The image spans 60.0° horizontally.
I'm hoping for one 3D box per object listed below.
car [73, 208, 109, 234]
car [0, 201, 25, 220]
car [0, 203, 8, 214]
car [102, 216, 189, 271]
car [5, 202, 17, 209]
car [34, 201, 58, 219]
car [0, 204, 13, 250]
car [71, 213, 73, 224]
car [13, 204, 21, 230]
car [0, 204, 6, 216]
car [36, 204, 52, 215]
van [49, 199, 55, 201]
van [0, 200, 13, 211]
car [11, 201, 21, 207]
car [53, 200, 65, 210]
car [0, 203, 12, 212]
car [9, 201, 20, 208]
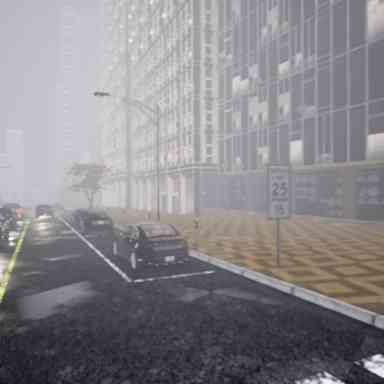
[{"bbox_3d":[-6.284,1.871,21.636,1.947,1.339,4.313,-2,0,-25],"label":"car"},{"bbox_3d":[-18.242,1.937,33.791,2.097,1.767,4.553,0,-1,-24],"label":"car"},{"bbox_3d":[-28.015,2.397,48.569,1.752,1.417,4.829,-2,0,-25],"label":"car"},{"bbox_3d":[-1.551,1.692,11.430,2.008,1.369,4.403,-2,0,-25],"label":"car"},{"bbox_3d":[-37.552,2.776,69.132,1.887,1.381,4.507,-2,0,-25],"label":"car"},{"bbox_3d":[-15.993,2.087,36.278,1.837,1.490,4.892,0,-1,-24],"label":"car"},{"bbox_3d":[-9.723,1.634,15.314,2.097,1.767,4.553,0,-1,-25],"label":"car"},{"bbox_3d":[-8.651,1.954,26.738,1.947,1.339,4.313,-2,0,-25],"label":"car"},{"bbox_3d":[-14.010,1.909,24.576,1.882,1.535,5.008,0,-1,-25],"label":"car"},{"bbox_3d":[-25.719,2.337,43.621,2.008,1.369,4.403,-2,0,-25],"label":"car"},{"bbox_3d":[-20.580,2.349,46.103,1.895,1.301,4.718,0,-1,-25],"label":"car"},{"bbox_3d":[-37.056,2.789,87.967,1.690,1.788,3.998,-2,0,-25],"label":"van"},{"bbox_3d":[-32.824,2.393,58.928,1.690,1.788,3.998,-2,0,-25],"label":"van"},{"bbox_3d":[-44.651,3.056,84.439,2.008,1.369,4.403,-2,0,-25],"label":"car"},{"bbox_3d":[-22.850,2.487,57.352,1.802,1.307,4.206,-2,0,-25],"label":"car"},{"bbox_3d":[-30.453,2.507,53.826,1.887,1.381,4.507,-2,0,-25],"label":"car"},{"bbox_3d":[-42.285,2.964,79.337,2.008,1.369,4.403,-2,0,-25],"label":"car"}]
